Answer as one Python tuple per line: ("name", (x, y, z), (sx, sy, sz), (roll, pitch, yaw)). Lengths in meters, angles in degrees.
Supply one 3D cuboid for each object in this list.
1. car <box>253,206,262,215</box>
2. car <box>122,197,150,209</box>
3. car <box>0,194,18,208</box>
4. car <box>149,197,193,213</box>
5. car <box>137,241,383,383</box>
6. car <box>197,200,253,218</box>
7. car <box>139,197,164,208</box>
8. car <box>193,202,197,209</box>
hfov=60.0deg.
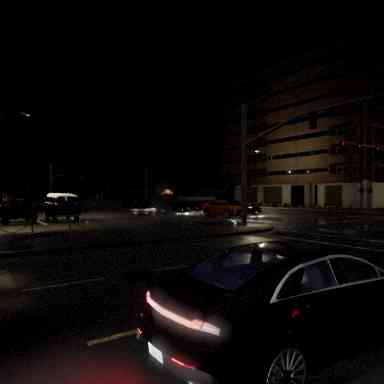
("car", (4.763, 1.603, 34.550), (2.033, 1.411, 5.357), (0, 0, -34))
("car", (-8.413, 1.533, 47.679), (1.882, 1.535, 5.008), (0, 0, -34))
("car", (-31.378, 1.209, 56.581), (1.932, 1.855, 4.605), (0, 0, -34))
("car", (-2.565, 1.603, 39.085), (2.033, 1.411, 5.357), (0, 0, -34))
("car", (1.620, 1.492, 4.895), (4.902, 1.511, 2.128), (0, 0, -34))
("car", (2.966, 1.533, 30.973), (1.882, 1.535, 5.008), (0, 0, -34))
("car", (-6.199, 1.560, 50.652), (1.837, 1.490, 4.892), (0, 0, -34))
("car", (-0.636, 1.656, 42.472), (1.895, 1.301, 4.718), (0, 0, -34))
